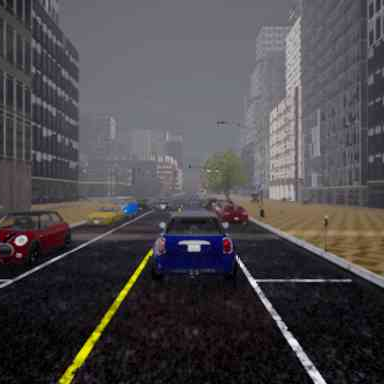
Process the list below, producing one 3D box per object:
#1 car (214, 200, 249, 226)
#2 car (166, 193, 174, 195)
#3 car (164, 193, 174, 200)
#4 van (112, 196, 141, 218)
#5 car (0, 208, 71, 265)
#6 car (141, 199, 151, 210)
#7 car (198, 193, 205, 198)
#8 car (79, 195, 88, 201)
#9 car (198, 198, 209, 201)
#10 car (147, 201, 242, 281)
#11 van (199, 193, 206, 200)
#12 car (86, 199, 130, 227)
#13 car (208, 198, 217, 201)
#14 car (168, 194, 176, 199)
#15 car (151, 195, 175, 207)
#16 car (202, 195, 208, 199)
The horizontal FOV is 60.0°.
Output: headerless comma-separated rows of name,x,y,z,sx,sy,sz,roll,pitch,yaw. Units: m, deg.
car,2.694,1.480,22.424,1.887,1.381,4.507,0,0,0
car,-5.685,1.362,77.057,1.802,1.307,4.206,0,0,0
car,-5.684,1.079,82.607,2.192,1.841,5.009,0,0,0
van,-5.685,1.261,27.962,1.690,1.788,3.998,0,0,0
car,-5.686,1.407,11.345,1.967,1.590,4.097,0,0,0
car,-5.686,1.454,39.041,1.947,1.339,4.313,0,0,0
car,2.695,1.289,82.780,1.752,1.417,4.829,0,0,0
car,-22.812,1.150,65.981,4.206,1.307,1.802,1,-1,-1
car,0.065,1.473,25.733,2.033,1.411,5.357,0,0,0
car,0.058,1.323,9.922,2.097,1.767,4.553,0,0,0
van,2.697,1.089,88.160,1.690,1.788,3.998,0,0,0
car,-5.686,1.461,22.253,1.752,1.417,4.829,0,0,0
car,2.695,1.360,27.963,1.967,1.590,4.097,0,0,0
car,-5.685,1.284,93.710,2.008,1.369,4.403,0,0,0
car,-3.087,1.382,38.037,2.128,1.511,4.902,0,0,0
car,2.695,1.438,44.581,1.947,1.339,4.313,0,0,0
